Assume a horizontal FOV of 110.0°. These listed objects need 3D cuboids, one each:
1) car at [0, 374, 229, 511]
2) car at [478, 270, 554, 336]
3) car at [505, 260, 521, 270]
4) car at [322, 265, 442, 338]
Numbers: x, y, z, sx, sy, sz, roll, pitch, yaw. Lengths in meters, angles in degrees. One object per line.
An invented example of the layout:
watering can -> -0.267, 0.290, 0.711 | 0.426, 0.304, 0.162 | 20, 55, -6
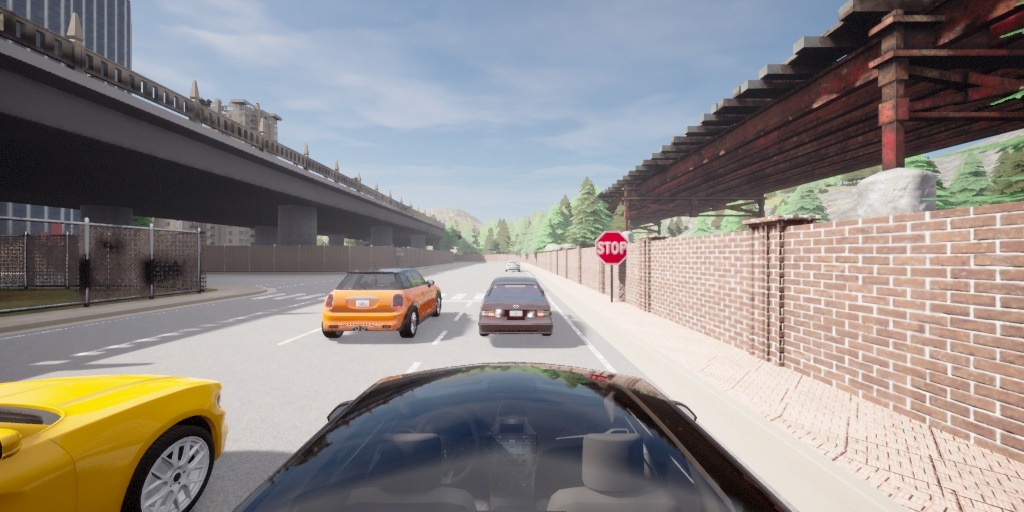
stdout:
car -> -3.397, 1.228, 1.054 | 1.882, 1.535, 5.008 | 0, 0, 0
car -> 0.087, 1.297, 10.331 | 2.033, 1.411, 5.357 | 0, 0, 0
car -> 0.110, 1.276, 46.214 | 1.812, 1.442, 4.674 | 0, 0, -1
car -> -3.414, 1.102, 10.312 | 2.097, 1.767, 4.553 | 0, 0, 0
